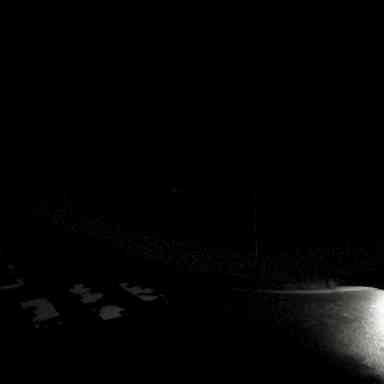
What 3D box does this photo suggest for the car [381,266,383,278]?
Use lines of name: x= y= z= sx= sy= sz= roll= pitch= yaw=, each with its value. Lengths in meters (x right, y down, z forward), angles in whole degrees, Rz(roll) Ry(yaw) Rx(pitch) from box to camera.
car: x=6.665 y=1.553 z=8.286 sx=4.181 sy=1.385 sz=1.994 roll=0 pitch=-1 yaw=-31
